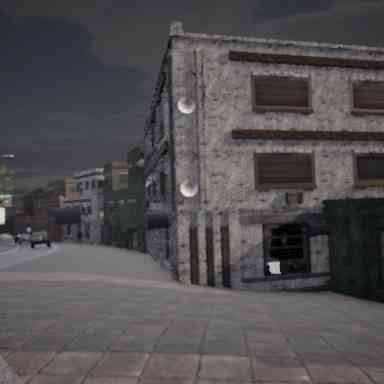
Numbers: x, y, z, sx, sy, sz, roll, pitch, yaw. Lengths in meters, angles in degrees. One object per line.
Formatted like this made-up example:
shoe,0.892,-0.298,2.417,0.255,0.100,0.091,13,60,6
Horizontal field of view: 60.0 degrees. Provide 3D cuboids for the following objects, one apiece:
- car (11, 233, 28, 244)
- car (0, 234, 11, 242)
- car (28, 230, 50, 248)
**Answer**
car,-28.064,7.677,55.285,2.097,1.767,4.553,0,-5,-39
car,-35.920,8.723,63.786,4.674,1.442,1.812,-5,-3,44
car,-19.063,5.880,41.732,2.150,2.045,5.566,-1,-6,-26
